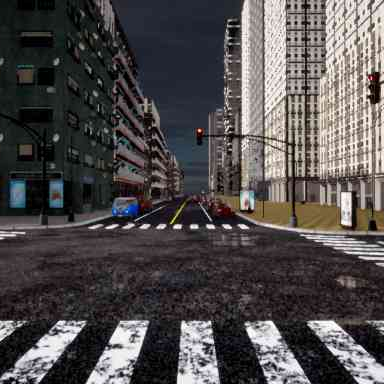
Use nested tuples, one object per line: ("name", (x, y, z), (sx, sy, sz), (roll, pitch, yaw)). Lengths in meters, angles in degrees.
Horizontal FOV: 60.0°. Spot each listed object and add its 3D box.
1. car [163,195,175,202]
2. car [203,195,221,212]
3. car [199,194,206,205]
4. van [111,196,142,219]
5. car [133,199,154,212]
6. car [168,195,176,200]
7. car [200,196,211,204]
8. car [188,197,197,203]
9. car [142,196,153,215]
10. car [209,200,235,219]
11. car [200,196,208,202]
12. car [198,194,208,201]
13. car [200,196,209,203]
("car", (-5.649, 1.494, 78.159), (1.967, 1.590, 4.097), (0, 0, 0))
("car", (2.715, 1.457, 39.462), (1.967, 1.590, 4.097), (0, 0, 0))
("car", (2.722, 1.470, 56.044), (1.967, 1.590, 4.097), (0, 0, 0))
("van", (-5.670, 1.352, 28.411), (1.690, 1.788, 3.998), (0, 0, 0))
("car", (-5.667, 1.561, 39.467), (1.887, 1.381, 4.507), (0, 0, 0))
("car", (-5.643, 1.643, 94.742), (1.947, 1.339, 4.313), (0, 0, 0))
("car", (2.726, 1.592, 67.100), (2.008, 1.369, 4.403), (0, 0, 0))
("car", (0.129, 1.645, 69.709), (1.895, 1.301, 4.718), (0, 0, 0))
("car", (-5.667, 1.329, 33.939), (2.192, 1.841, 5.009), (0, 0, 0))
("car", (2.709, 1.592, 28.406), (1.802, 1.307, 4.206), (0, 0, 0))
("car", (2.730, 1.636, 78.155), (1.802, 1.307, 4.206), (0, 0, 0))
("car", (2.734, 1.376, 83.683), (2.192, 1.841, 5.009), (0, 0, 0))
("car", (2.728, 1.592, 72.627), (1.887, 1.381, 4.507), (0, 0, 0))
